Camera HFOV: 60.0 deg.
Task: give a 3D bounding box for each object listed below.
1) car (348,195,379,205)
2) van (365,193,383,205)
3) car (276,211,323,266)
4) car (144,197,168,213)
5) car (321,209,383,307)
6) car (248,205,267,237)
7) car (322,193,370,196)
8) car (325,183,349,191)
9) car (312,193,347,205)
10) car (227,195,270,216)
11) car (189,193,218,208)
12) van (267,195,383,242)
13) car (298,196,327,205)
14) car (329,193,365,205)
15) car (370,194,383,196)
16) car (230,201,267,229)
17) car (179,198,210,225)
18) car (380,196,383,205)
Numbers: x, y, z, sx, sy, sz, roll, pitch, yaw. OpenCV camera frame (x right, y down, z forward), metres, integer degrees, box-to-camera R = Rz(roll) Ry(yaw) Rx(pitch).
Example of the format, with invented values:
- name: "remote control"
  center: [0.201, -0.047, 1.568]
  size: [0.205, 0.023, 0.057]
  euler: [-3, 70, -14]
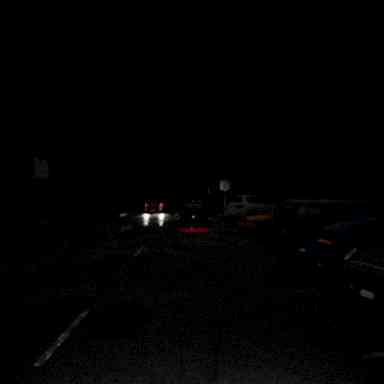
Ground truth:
- name: "car"
  center: [30.012, 1.364, 58.370]
  size: [2.185, 1.767, 4.553]
  euler: [1, -1, -22]
- name: "van"
  center: [32.992, 1.266, 58.524]
  size: [1.878, 1.987, 4.442]
  euler: [0, -1, -22]
- name: "car"
  center: [5.367, 1.481, 10.023]
  size: [5.008, 1.535, 2.097]
  euler: [1, 0, -20]
- name: "car"
  center: [-3.894, 1.342, 36.209]
  size: [2.097, 1.767, 4.553]
  euler: [0, 0, 2]
- name: "car"
  center: [5.406, 1.356, 7.020]
  size: [4.553, 1.767, 2.185]
  euler: [1, 0, -20]
- name: "car"
  center: [5.379, 1.519, 16.025]
  size: [4.674, 1.452, 2.002]
  euler: [1, 0, -20]
- name: "car"
  center: [18.341, 1.232, 41.058]
  size: [2.435, 2.045, 5.566]
  euler: [0, 1, -21]
- name: "car"
  center: [28.522, -1.048, 65.267]
  size: [4.674, 1.442, 1.812]
  euler: [-4, 0, -1]
- name: "car"
  center: [23.955, 1.235, 58.203]
  size: [2.435, 2.045, 5.566]
  euler: [0, -1, -21]
- name: "car"
  center: [5.382, 1.226, 25.060]
  size: [5.566, 2.045, 2.435]
  euler: [1, 0, -20]
- name: "car"
  center: [1.369, 1.213, 42.015]
  size: [2.150, 2.045, 5.566]
  euler: [-1, 0, 24]
- name: "van"
  center: [5.486, 1.256, 13.068]
  size: [4.442, 1.987, 1.878]
  euler: [1, 0, -20]
- name: "car"
  center: [20.933, 1.515, 58.119]
  size: [2.163, 1.488, 4.792]
  euler: [0, -1, -21]
- name: "car"
  center: [27.016, 1.236, 58.241]
  size: [2.435, 2.045, 5.566]
  euler: [1, -1, -22]
- name: "car"
  center: [24.222, 1.234, 41.255]
  size: [2.435, 2.045, 5.566]
  euler: [-1, 1, -21]
- name: "car"
  center: [5.196, 1.473, 18.967]
  size: [5.366, 1.575, 1.946]
  euler: [1, 0, -20]
- name: "car"
  center: [0.078, 1.470, 24.279]
  size: [1.882, 1.535, 5.008]
  euler: [0, 0, 0]
- name: "car"
  center: [36.061, 1.493, 58.499]
  size: [2.231, 1.521, 4.892]
  euler: [1, -1, -22]
